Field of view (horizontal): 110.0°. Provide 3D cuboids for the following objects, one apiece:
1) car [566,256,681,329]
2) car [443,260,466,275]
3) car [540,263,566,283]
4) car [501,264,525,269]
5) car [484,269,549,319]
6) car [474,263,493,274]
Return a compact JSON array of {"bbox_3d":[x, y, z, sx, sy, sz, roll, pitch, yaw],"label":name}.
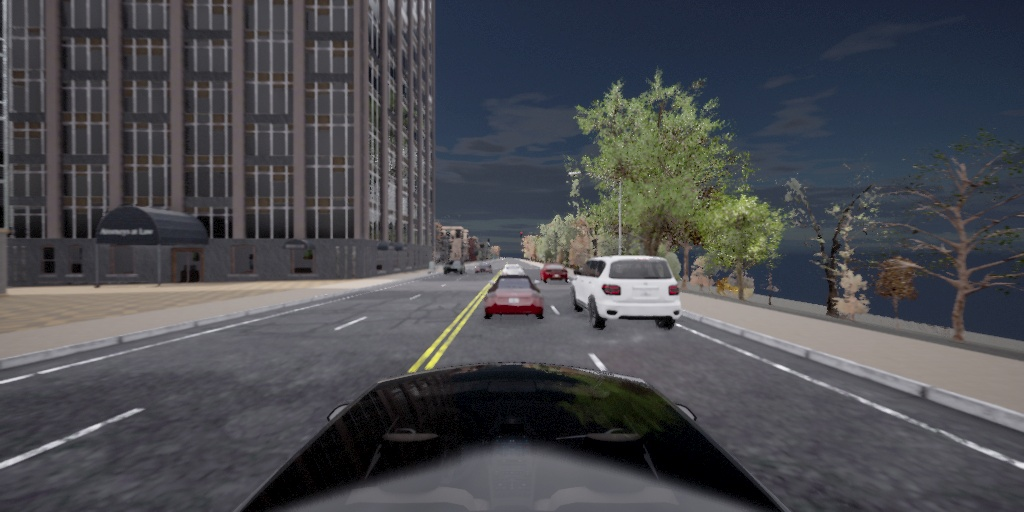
[{"bbox_3d":[3.315,1.012,11.511,2.150,2.045,5.566,0,0,0],"label":"car"},{"bbox_3d":[-6.588,1.258,41.557,2.097,1.767,4.553,0,0,0],"label":"car"},{"bbox_3d":[3.330,1.335,29.148,1.882,1.535,5.008,0,0,0],"label":"car"},{"bbox_3d":[0.082,1.381,28.630,1.812,1.442,4.674,0,0,0],"label":"car"},{"bbox_3d":[0.075,1.359,13.129,1.994,1.385,4.181,0,0,0],"label":"car"},{"bbox_3d":[-3.336,1.477,42.951,1.994,1.385,4.181,0,0,0],"label":"car"}]
